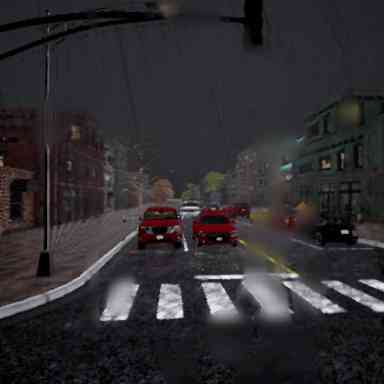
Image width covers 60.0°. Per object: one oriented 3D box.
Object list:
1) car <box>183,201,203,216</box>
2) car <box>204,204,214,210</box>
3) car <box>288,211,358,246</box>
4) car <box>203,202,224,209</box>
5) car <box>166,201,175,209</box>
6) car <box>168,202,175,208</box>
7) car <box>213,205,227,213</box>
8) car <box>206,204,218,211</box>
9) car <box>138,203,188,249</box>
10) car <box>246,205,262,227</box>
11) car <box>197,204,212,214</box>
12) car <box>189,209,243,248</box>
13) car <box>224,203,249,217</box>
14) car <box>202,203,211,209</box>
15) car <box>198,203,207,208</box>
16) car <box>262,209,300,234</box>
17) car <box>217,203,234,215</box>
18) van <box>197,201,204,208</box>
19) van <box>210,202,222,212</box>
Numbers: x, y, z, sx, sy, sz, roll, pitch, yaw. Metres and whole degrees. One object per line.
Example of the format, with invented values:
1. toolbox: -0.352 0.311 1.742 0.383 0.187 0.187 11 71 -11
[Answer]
1. car: -0.214 2.132 40.108 2.150 2.045 5.566 0 -1 -3
2. car: 3.733 3.242 72.598 1.802 1.307 4.206 -1 -1 -3
3. car: 6.850 1.909 17.218 1.947 1.339 4.313 -1 -1 -3
4. car: 2.657 2.360 44.714 2.097 1.767 4.553 0 -1 -3
5. car: -5.261 3.261 83.207 2.192 1.841 5.009 -1 -1 -3
6. car: -5.883 3.649 94.280 1.967 1.590 4.097 -1 -1 -3
7. car: 4.668 2.847 55.984 1.802 1.307 4.206 -1 -1 -3
8. car: 4.044 3.073 67.061 1.887 1.381 4.507 -1 -1 -3
9. car: -1.520 1.680 16.751 2.192 1.841 5.009 -1 -1 -3
10. car: 6.216 2.136 28.465 1.752 1.417 4.829 -1 -1 -3
11. car: 2.038 2.797 54.868 2.033 1.411 5.357 0 -1 -3
12. car: 1.063 1.839 17.041 1.882 1.535 5.008 0 -1 -3
13. car: 5.599 2.185 39.376 2.192 1.841 5.009 -1 -1 -3
14. car: 3.421 3.374 78.136 1.802 1.307 4.206 -1 -1 -3
15. car: 2.798 3.637 89.212 1.802 1.307 4.206 -1 -1 -3
16. car: 6.537 1.915 22.759 1.967 1.590 4.097 -1 -1 -3
17. car: 4.978 2.574 50.449 1.967 1.590 4.097 -1 -1 -3
18. van: 2.483 3.527 94.756 1.690 1.788 3.998 -1 -1 -3
19. van: 4.353 2.738 61.528 1.690 1.788 3.998 -1 -1 -3
